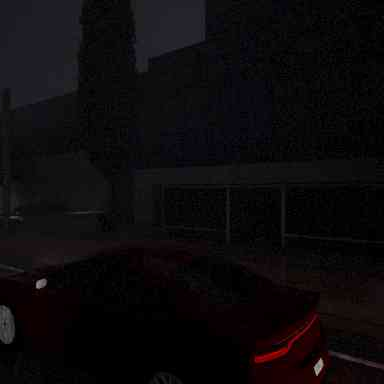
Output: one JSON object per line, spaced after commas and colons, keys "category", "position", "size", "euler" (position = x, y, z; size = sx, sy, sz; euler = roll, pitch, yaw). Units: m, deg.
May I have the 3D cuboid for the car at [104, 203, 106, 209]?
{"category": "car", "position": [-8.666, 1.491, 41.341], "size": [2.128, 1.511, 4.902], "euler": [0, 0, 36]}

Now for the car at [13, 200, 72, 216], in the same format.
{"category": "car", "position": [-14.661, 1.547, 32.977], "size": [2.033, 1.411, 5.357], "euler": [0, 0, 36]}

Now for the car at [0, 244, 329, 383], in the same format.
{"category": "car", "position": [-0.825, 1.478, 4.576], "size": [5.008, 1.535, 1.882], "euler": [0, 0, 35]}
